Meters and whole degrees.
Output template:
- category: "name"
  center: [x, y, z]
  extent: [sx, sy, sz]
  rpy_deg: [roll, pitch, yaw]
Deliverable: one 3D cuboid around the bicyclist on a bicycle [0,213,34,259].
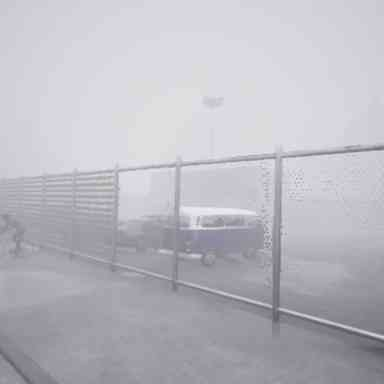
- category: "bicyclist on a bicycle"
  center: [-6.309, 1.553, 11.555]
  extent: [0.582, 1.620, 1.656]
  rpy_deg: [0, -2, 45]
